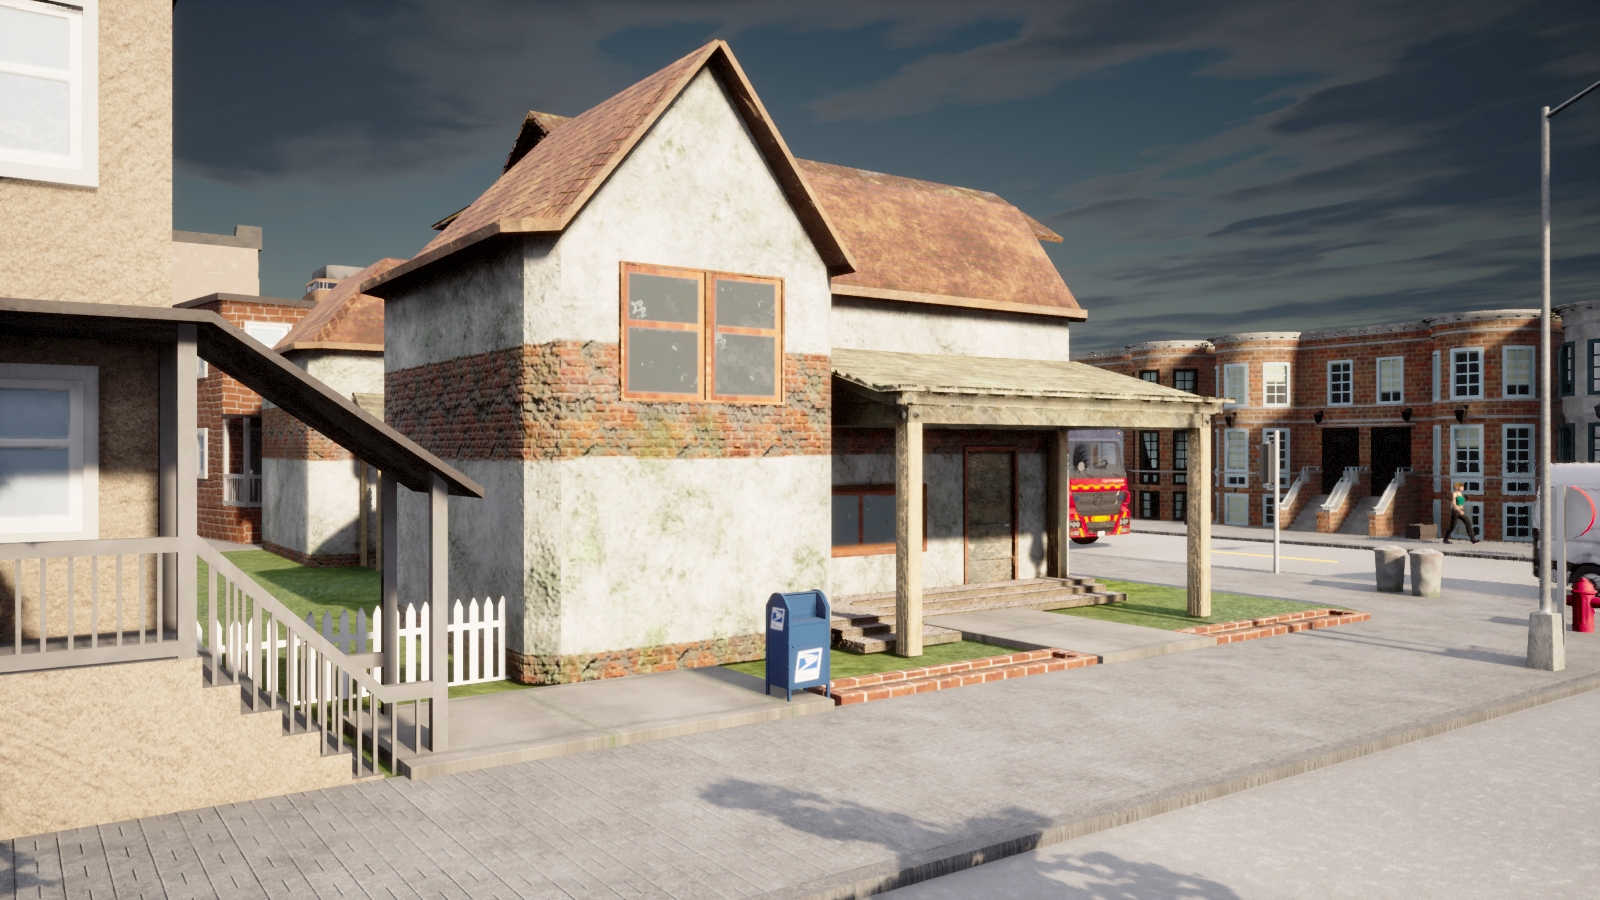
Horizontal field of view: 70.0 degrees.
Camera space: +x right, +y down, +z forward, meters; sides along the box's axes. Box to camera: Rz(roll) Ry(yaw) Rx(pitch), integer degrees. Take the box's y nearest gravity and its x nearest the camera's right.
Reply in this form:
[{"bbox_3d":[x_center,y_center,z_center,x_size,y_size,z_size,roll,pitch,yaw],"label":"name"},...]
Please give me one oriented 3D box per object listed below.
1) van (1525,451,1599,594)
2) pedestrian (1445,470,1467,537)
[{"bbox_3d":[15.943,1.305,19.512,1.988,2.561,5.915,0,0,-23],"label":"van"},{"bbox_3d":[18.490,1.511,32.202,0.375,1.860,0.375,0,0,-28],"label":"pedestrian"}]
